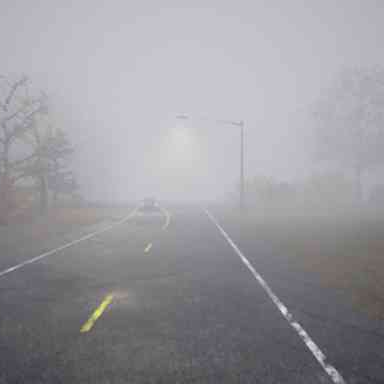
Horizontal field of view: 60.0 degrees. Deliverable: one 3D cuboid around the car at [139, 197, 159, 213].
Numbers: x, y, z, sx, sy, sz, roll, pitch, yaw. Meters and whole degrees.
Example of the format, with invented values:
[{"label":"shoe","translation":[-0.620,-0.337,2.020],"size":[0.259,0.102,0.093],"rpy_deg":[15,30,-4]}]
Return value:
[{"label":"car","translation":[-4.741,1.322,37.077],"size":[2.097,1.767,4.553],"rpy_deg":[0,0,-7]}]
